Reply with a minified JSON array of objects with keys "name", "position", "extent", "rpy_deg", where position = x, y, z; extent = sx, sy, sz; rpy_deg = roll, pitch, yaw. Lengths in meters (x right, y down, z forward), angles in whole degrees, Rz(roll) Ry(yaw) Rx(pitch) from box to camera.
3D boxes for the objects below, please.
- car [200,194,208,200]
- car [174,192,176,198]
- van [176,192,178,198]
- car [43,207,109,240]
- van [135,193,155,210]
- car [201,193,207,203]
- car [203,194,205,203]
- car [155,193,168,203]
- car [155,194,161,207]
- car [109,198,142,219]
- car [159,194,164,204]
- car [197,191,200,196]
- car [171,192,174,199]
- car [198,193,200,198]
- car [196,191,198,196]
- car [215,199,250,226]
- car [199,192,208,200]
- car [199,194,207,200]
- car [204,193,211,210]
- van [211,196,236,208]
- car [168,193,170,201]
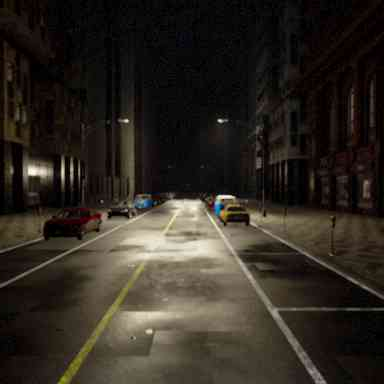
[{"name":"car","position":[2.826,1.190,78.488],"extent":[1.887,1.381,4.507],"rpy_deg":[0,0,0]},{"name":"car","position":[-5.695,1.061,84.122],"extent":[1.967,1.590,4.097],"rpy_deg":[0,0,0]},{"name":"van","position":[-5.686,0.912,95.395],"extent":[1.690,1.788,3.998],"rpy_deg":[0,0,0]},{"name":"car","position":[-5.750,1.465,16.482],"extent":[1.887,1.381,4.507],"rpy_deg":[0,0,0]},{"name":"van","position":[-5.732,1.160,39.028],"extent":[1.690,1.788,3.998],"rpy_deg":[0,0,0]},{"name":"car","position":[2.803,1.320,50.306],"extent":[2.008,1.369,4.403],"rpy_deg":[0,0,0]},{"name":"car","position":[2.798,1.319,44.840],"extent":[1.752,1.417,4.829],"rpy_deg":[0,0,0]},{"name":"car","position":[-5.719,1.059,55.937],"extent":[2.192,1.841,5.009],"rpy_deg":[0,0,0]},{"name":"car","position":[-5.727,1.360,44.666],"extent":[1.947,1.339,4.313],"rpy_deg":[0,0,0]},{"name":"car","position":[-5.741,1.435,27.755],"extent":[1.947,1.339,4.313],"rpy_deg":[0,0,0]},{"name":"car","position":[-5.722,1.335,50.302],"extent":[1.947,1.339,4.313],"rpy_deg":[0,0,0]},{"name":"car","position":[2.820,0.985,72.850],"extent":[2.192,1.841,5.009],"rpy_deg":[0,0,0]},{"name":"car","position":[-5.704,1.110,72.849],"extent":[1.967,1.590,4.097],"rpy_deg":[0,0,0]},{"name":"car","position":[2.817,1.261,67.215],"extent":[1.947,1.339,4.313],"rpy_deg":[0,0,0]},{"name":"car","position":[2.839,1.012,95.395],"extent":[1.967,1.590,4.097],"rpy_deg":[0,0,0]},{"name":"car","position":[2.780,1.419,22.295],"extent":[1.752,1.417,4.829],"rpy_deg":[0,0,0]},{"name":"car","position":[2.811,1.160,61.578],"extent":[1.967,1.590,4.097],"rpy_deg":[0,0,0]},{"name":"car","position":[2.830,1.186,84.124],"extent":[1.947,1.339,4.313],"rpy_deg":[0,0,0]},{"name":"car","position":[2.793,1.259,39.033],"extent":[1.967,1.590,4.097],"rpy_deg":[0,0,0]},{"name":"van","position":[2.783,1.210,27.760],"extent":[1.690,1.788,3.998],"rpy_deg":[0,0,0]},{"name":"car","position":[-5.713,1.264,61.576],"extent":[1.887,1.381,4.507],"rpy_deg":[0,0,0]}]
